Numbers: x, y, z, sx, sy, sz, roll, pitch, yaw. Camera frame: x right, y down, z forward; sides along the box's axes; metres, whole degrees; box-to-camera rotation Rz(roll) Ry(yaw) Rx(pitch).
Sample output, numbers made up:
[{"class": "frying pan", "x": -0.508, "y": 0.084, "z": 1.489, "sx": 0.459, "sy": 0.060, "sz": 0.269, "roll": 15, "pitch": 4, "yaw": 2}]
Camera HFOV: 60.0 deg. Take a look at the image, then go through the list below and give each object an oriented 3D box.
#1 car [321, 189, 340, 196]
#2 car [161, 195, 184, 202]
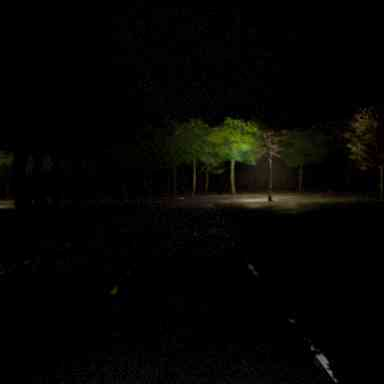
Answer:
[{"class": "car", "x": 32.236, "y": 0.047, "z": 77.438, "sx": 4.181, "sy": 1.385, "sz": 1.994, "roll": -2, "pitch": 3, "yaw": 0}, {"class": "car", "x": -4.097, "y": 1.406, "z": 70.386, "sx": 5.008, "sy": 1.535, "sz": 1.882, "roll": -2, "pitch": 3, "yaw": -1}]
